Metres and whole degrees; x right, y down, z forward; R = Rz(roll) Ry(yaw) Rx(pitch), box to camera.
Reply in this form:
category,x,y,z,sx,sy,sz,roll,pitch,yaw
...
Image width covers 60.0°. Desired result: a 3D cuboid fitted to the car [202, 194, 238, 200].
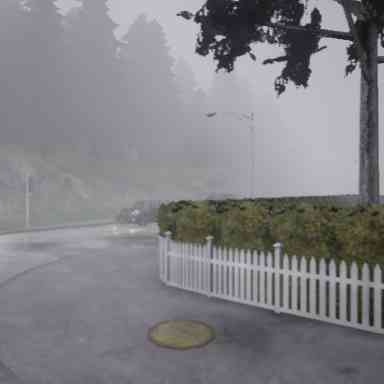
category,x,y,z,sx,sy,sz,roll,pitch,yaw
car,2.415,1.179,30.892,2.150,2.045,5.566,0,0,36

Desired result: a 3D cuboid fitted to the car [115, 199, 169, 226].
category,x,y,z,sx,sy,sz,roll,pitch,yaw
car,-3.145,1.310,23.103,2.097,1.767,4.553,0,0,36
